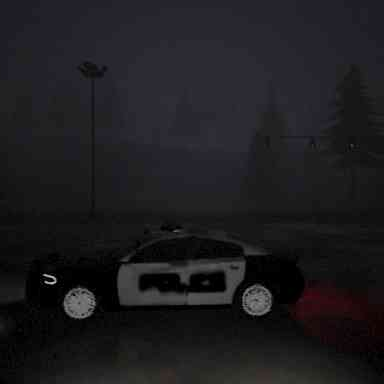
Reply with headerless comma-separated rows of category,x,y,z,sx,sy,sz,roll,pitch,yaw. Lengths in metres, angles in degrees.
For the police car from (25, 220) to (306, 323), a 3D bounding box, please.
police car,-0.455,1.425,6.645,5.238,1.638,1.930,0,0,-3
